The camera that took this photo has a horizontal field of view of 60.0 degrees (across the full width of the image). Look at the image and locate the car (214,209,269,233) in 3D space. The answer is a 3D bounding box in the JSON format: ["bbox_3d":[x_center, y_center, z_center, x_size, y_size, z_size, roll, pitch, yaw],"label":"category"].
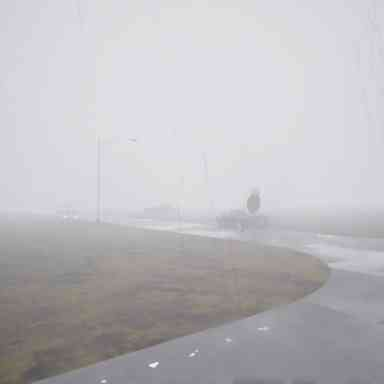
[{"bbox_3d":[3.298,1.936,23.266,1.882,1.535,5.008,2,-2,-25],"label":"car"}]

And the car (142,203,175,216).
[{"bbox_3d":[-4.589,2.376,45.499,4.553,1.767,2.097,-1,0,-1],"label":"car"}]

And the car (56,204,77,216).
[{"bbox_3d":[-18.827,2.587,49.893,2.097,1.767,4.553,1,-2,-36],"label":"car"}]
